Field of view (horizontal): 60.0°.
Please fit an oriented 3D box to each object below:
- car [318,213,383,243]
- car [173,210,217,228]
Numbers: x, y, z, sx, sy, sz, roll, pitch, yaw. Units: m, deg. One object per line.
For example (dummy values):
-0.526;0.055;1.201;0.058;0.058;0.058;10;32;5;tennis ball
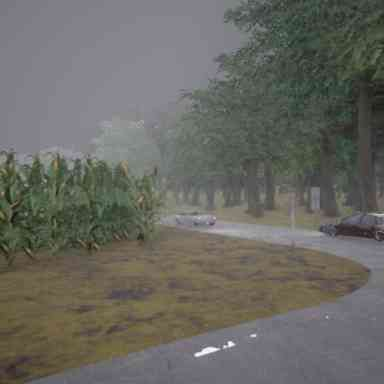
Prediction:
9.434;1.851;17.893;2.033;1.411;5.357;-1;-1;-27;car
0.158;2.230;28.286;1.895;1.301;4.718;-1;-1;-29;car
